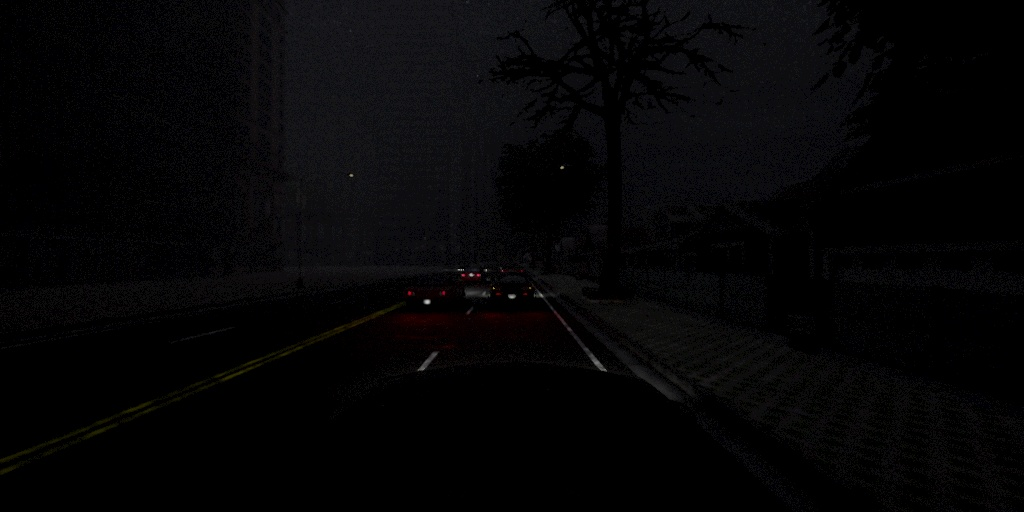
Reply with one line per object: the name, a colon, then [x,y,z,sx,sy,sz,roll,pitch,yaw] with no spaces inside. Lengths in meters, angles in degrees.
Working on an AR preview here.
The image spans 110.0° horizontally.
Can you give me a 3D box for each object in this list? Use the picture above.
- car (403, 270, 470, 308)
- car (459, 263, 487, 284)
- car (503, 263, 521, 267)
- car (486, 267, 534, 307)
car: [-3.248,1.489,15.970,1.895,1.301,4.718,0,-1,0]
car: [-3.250,1.591,30.852,2.033,1.411,5.357,0,-1,0]
car: [0.002,1.395,30.942,2.097,1.767,4.553,0,-1,0]
car: [0.004,1.416,16.234,1.812,1.442,4.674,0,0,0]
